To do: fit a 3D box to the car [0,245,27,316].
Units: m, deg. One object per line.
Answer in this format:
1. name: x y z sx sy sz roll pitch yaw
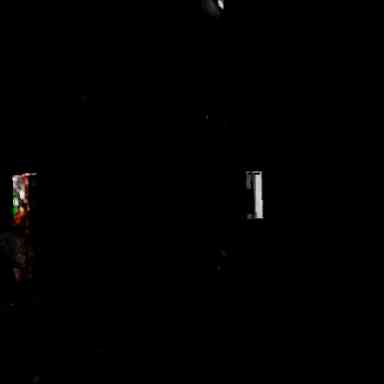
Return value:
1. car: -5.061 1.524 6.501 4.097 1.590 1.967 -1 -1 35
